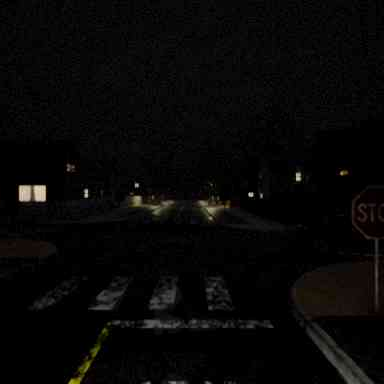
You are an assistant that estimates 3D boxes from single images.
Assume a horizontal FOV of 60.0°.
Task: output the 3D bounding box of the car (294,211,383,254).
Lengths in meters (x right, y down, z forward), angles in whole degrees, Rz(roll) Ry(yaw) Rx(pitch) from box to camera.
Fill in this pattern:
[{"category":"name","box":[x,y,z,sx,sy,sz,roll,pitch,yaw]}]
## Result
[{"category":"car","box":[6.365,1.486,12.343,4.902,1.511,2.128,0,-1,19]}]
